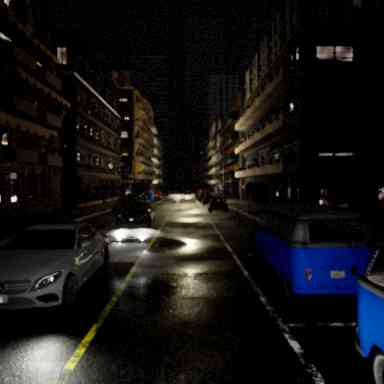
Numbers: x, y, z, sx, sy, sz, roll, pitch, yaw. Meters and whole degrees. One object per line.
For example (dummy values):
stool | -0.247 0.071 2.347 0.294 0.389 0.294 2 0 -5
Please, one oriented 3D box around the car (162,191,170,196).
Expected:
car | -6.815 0.431 86.147 1.802 1.307 4.206 -1 1 -1

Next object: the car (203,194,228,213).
car | 2.300 1.144 30.217 1.802 1.307 4.206 -1 1 -1

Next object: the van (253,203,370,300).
van | 2.590 1.213 7.809 1.690 1.788 3.998 -1 1 -1

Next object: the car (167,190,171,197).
car | -6.742 0.507 80.546 1.802 1.307 4.206 -1 1 -1

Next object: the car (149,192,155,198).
car | -6.194 1.015 41.339 2.008 1.369 4.403 -1 1 -1

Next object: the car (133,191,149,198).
car | -6.123 0.982 35.736 1.967 1.590 4.097 -1 1 -1

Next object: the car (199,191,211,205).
car | 2.150 0.930 41.589 1.752 1.417 4.829 -1 1 -1

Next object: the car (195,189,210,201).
car | 2.000 0.568 52.618 2.192 1.841 5.009 -1 1 -1

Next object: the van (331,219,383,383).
van | 2.663 1.290 2.208 1.690 1.788 3.998 -1 1 -1

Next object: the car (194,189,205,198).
car | 1.706 0.259 75.022 2.192 1.841 5.009 -1 1 -1

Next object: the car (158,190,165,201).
car | -6.443 0.548 58.138 2.192 1.841 5.009 -1 1 -1

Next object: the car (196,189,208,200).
car | 1.853 0.413 63.820 2.192 1.841 5.009 -1 1 -1

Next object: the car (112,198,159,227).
car | -3.336 1.302 20.247 1.994 1.385 4.181 0 1 -1

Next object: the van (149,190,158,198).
van | -6.272 0.728 46.937 1.690 1.788 3.998 -1 1 -1

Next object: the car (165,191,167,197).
car | -6.529 0.707 63.743 2.008 1.369 4.403 -1 1 -1

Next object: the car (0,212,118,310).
car | -3.169 1.438 7.706 1.812 1.442 4.674 0 1 -1

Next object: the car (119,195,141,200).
car | -6.047 1.201 30.137 1.802 1.307 4.206 -1 1 -1

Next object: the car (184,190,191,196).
car | -1.121 0.298 86.578 1.837 1.490 4.892 0 1 -1
